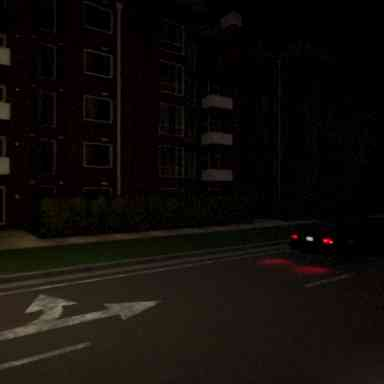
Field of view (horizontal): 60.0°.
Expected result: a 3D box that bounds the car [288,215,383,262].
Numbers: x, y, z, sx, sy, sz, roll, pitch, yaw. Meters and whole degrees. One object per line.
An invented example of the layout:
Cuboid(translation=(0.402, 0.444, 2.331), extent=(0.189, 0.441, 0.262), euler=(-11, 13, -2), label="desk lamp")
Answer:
Cuboid(translation=(5.869, 1.572, 12.254), extent=(5.357, 1.411, 2.033), euler=(0, 0, -35), label="car")
